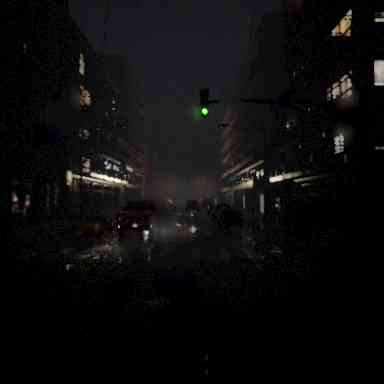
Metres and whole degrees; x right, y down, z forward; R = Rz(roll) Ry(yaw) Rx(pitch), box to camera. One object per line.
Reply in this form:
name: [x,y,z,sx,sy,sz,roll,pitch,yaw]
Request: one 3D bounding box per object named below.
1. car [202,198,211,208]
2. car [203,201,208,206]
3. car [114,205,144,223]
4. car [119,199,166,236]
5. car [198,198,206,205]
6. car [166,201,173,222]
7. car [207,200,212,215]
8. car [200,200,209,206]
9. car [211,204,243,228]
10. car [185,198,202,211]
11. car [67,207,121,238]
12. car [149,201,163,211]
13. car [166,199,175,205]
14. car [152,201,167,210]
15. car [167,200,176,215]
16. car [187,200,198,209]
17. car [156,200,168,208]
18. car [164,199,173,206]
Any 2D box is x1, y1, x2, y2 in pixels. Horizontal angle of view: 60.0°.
car: [2.759,2.106,63.521,2.192,1.841,5.009,1,-1,0]
car: [2.735,2.096,41.425,1.802,1.307,4.206,1,-1,0]
car: [-5.656,1.921,30.401,1.887,1.381,4.507,1,-1,0]
car: [-3.066,1.477,20.579,2.150,2.045,5.566,0,-1,0]
car: [2.784,2.581,91.134,1.967,1.590,4.097,1,-1,0]
car: [-3.067,1.883,30.522,1.837,1.490,4.892,0,-1,0]
car: [2.726,1.817,30.380,1.967,1.590,4.097,1,-1,0]
car: [2.767,2.496,74.563,1.947,1.339,4.313,1,-1,0]
car: [2.720,1.853,24.856,1.887,1.381,4.507,1,-1,0]
car: [0.048,1.987,51.090,2.097,1.767,4.553,0,-1,0]
car: [-5.666,1.763,19.185,1.752,1.417,4.829,1,-1,0]
car: [-5.635,2.175,52.323,1.752,1.417,4.829,1,-1,0]
car: [-5.603,2.621,85.630,2.008,1.369,4.403,1,-1,0]
car: [-5.630,2.272,58.016,2.008,1.369,4.403,1,-1,0]
car: [-3.052,2.032,40.793,1.812,1.442,4.674,0,-1,0]
car: [0.057,2.265,61.122,1.837,1.490,4.892,0,-1,0]
car: [-5.625,2.335,63.539,1.887,1.381,4.507,1,-1,0]
car: [-5.608,2.523,79.937,1.752,1.417,4.829,1,-1,0]
